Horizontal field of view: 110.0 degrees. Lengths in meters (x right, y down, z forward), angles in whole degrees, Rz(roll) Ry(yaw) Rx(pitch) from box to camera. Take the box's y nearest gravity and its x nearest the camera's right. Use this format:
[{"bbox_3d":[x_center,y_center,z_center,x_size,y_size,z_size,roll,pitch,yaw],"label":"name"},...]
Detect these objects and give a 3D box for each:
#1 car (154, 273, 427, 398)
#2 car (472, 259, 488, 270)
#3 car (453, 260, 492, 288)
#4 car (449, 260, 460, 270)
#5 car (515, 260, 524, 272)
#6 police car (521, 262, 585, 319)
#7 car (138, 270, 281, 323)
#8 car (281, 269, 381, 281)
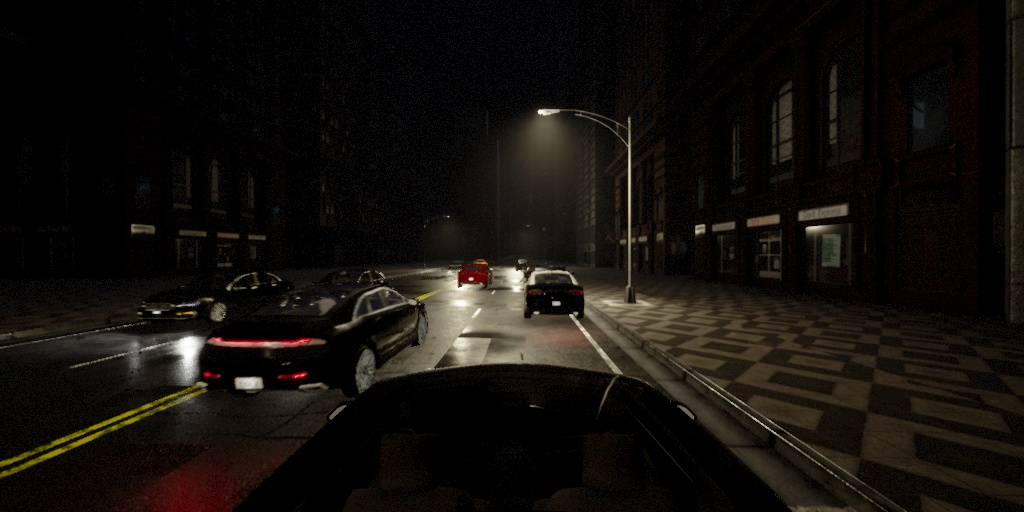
[{"bbox_3d":[-2.948,1.246,6.542,2.128,1.511,4.902,0,0,2],"label":"car"},{"bbox_3d":[-4.924,1.313,55.527,1.882,1.535,5.008,0,0,2],"label":"car"},{"bbox_3d":[-2.417,1.252,24.345,1.882,1.535,5.008,0,0,2],"label":"car"},{"bbox_3d":[-8.226,1.309,53.938,1.882,1.535,5.008,0,0,2],"label":"car"},{"bbox_3d":[1.476,1.308,48.442,2.128,1.511,4.902,0,0,2],"label":"car"},{"bbox_3d":[1.374,1.185,13.042,1.930,1.638,5.238,0,0,2],"label":"police car"},{"bbox_3d":[-9.486,1.266,12.069,1.837,1.490,4.892,0,0,2],"label":"car"},{"bbox_3d":[-6.185,1.267,13.682,1.837,1.490,4.892,0,0,2],"label":"car"}]
